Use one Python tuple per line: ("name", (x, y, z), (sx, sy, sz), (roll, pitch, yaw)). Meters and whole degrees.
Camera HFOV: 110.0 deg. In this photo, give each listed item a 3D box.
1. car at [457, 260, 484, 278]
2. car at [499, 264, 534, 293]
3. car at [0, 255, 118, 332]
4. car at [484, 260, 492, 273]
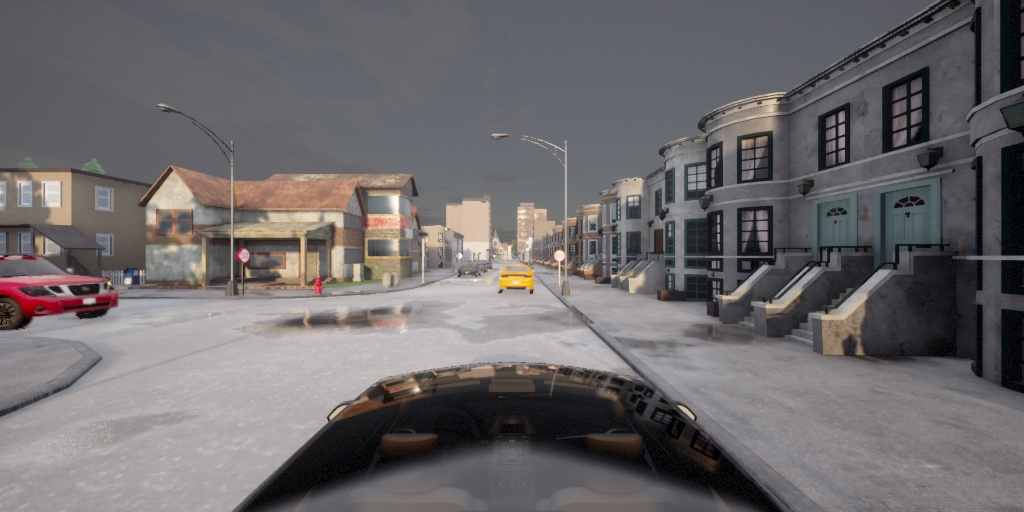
("car", (-4.025, 1.255, 34.189), (1.837, 1.490, 4.892), (0, 0, 0))
("car", (0.263, 1.227, 20.984), (1.882, 1.535, 5.008), (0, 0, 1))
("car", (-15.112, 0.973, 10.482), (5.566, 2.045, 2.150), (0, 0, 0))
("car", (-3.993, 1.241, 43.563), (2.128, 1.511, 4.902), (0, 0, 0))
